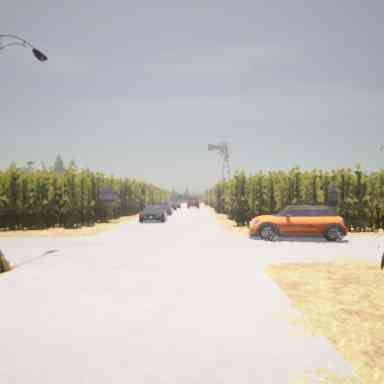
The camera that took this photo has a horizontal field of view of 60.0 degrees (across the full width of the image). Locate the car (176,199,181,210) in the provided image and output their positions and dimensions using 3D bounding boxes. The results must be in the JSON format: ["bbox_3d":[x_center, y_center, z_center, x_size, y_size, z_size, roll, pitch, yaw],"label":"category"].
[{"bbox_3d":[-3.093,1.821,46.567,2.128,1.511,4.902,0,-1,0],"label":"car"}]

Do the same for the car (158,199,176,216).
[{"bbox_3d":[-3.121,1.728,36.303,1.837,1.490,4.892,0,0,0],"label":"car"}]

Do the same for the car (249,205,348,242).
[{"bbox_3d":[5.157,1.462,16.632,4.553,1.767,2.097,0,-1,9],"label":"car"}]

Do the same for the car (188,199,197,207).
[{"bbox_3d":[0.139,2.323,69.182,1.882,1.535,5.008,0,-1,0],"label":"car"}]

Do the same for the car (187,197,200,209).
[{"bbox_3d":[0.218,1.867,58.634,2.150,2.045,5.566,0,-1,0],"label":"car"}]

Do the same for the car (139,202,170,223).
[{"bbox_3d":[-3.142,1.753,27.436,1.994,1.385,4.181,0,-1,0],"label":"car"}]

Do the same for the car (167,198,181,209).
[{"bbox_3d":[-3.036,1.971,57.508,2.097,1.767,4.553,0,-1,1],"label":"car"}]
